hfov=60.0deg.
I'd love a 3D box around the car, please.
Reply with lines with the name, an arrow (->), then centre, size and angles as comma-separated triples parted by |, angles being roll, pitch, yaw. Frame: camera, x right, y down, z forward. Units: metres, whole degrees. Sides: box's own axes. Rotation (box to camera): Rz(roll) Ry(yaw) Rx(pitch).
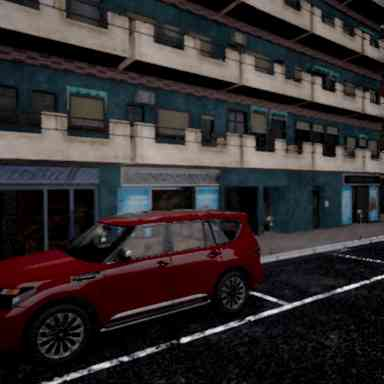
car -> -0.906, 1.300, 5.926 | 5.009, 1.841, 2.192 | 0, 0, -35
